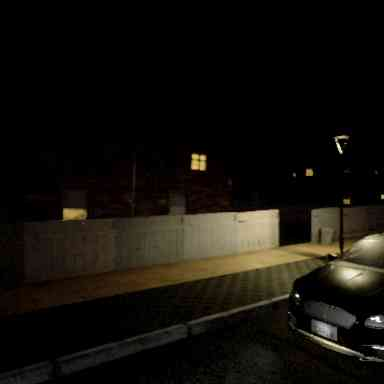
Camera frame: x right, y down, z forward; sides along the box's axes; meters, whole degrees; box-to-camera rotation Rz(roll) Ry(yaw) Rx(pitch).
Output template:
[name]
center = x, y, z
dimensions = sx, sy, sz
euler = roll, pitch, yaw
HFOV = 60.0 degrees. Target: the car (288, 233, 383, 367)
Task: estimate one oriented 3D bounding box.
[car]
center = 3.665, 1.500, 5.690
dimensions = 4.902, 1.511, 2.128
euler = 0, 0, -36
